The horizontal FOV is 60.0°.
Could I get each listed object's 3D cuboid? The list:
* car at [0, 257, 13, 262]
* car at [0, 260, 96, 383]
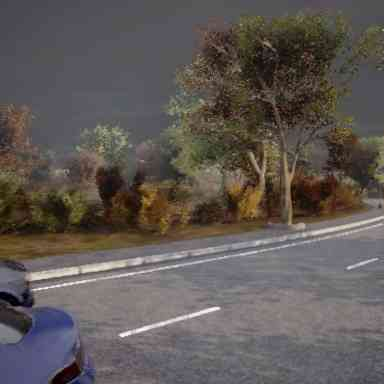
[{"bbox_3d":[-4.726,1.585,5.057,4.181,1.385,1.994,0,0,-36],"label":"car"},{"bbox_3d":[-2.971,1.538,1.981,4.674,1.442,1.812,0,0,-36],"label":"car"}]
